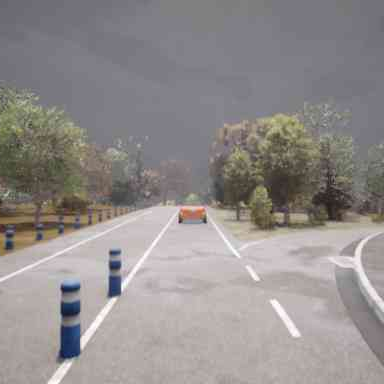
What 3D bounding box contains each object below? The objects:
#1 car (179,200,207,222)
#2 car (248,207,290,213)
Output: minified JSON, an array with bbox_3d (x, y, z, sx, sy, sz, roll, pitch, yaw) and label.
[{"bbox_3d":[0.043,1.392,26.460,2.097,1.767,4.553,0,0,0],"label":"car"},{"bbox_3d":[8.347,1.551,36.449,1.837,1.490,4.892,6,-5,-44],"label":"car"}]
